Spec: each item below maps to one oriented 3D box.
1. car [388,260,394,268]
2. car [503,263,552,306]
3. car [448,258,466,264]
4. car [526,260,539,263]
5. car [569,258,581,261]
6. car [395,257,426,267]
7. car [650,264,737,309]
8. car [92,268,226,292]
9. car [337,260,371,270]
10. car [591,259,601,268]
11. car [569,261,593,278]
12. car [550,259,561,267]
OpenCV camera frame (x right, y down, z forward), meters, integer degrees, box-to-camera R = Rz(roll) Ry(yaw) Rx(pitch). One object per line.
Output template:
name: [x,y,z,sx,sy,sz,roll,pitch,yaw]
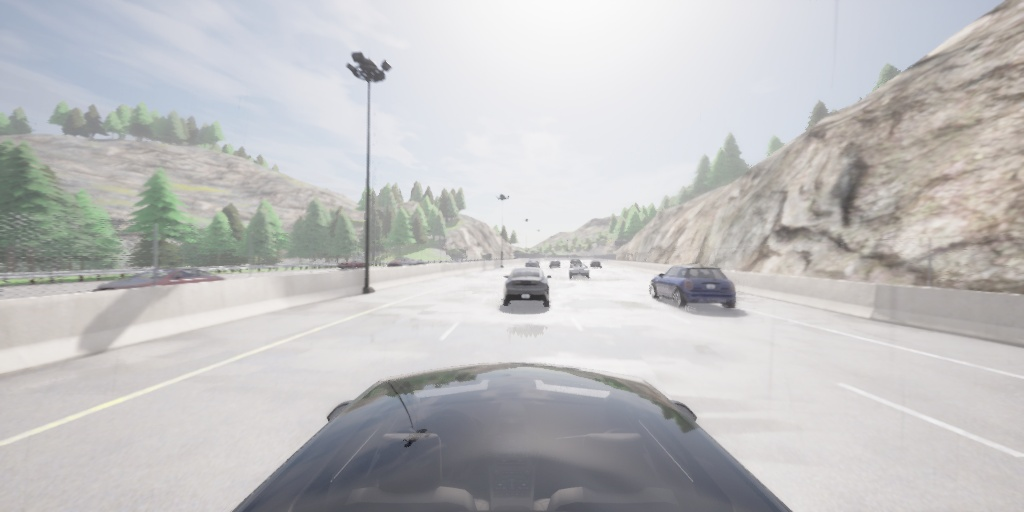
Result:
car: [-15.797,0.905,51.306,2.097,1.767,4.553,1,0,10]
car: [0.694,1.253,15.807,1.837,1.490,4.892,0,0,4]
car: [-8.267,1.122,54.001,2.128,1.511,4.902,1,0,10]
car: [3.279,1.292,57.889,2.033,1.411,5.357,1,0,10]
car: [11.285,1.174,64.093,2.097,1.767,4.553,1,0,9]
car: [-12.956,1.077,47.165,2.128,1.511,4.902,1,0,10]
car: [7.641,1.171,15.617,2.097,1.767,4.553,1,0,4]
car: [-13.669,1.165,14.297,1.994,1.385,4.181,1,0,4]
car: [-20.216,1.112,46.089,1.895,1.301,4.718,1,0,10]
car: [14.735,1.363,63.524,1.837,1.490,4.892,1,0,9]
car: [6.328,1.393,34.079,1.895,1.301,4.718,1,0,9]
car: [7.804,1.277,64.557,2.128,1.511,4.902,1,0,9]
